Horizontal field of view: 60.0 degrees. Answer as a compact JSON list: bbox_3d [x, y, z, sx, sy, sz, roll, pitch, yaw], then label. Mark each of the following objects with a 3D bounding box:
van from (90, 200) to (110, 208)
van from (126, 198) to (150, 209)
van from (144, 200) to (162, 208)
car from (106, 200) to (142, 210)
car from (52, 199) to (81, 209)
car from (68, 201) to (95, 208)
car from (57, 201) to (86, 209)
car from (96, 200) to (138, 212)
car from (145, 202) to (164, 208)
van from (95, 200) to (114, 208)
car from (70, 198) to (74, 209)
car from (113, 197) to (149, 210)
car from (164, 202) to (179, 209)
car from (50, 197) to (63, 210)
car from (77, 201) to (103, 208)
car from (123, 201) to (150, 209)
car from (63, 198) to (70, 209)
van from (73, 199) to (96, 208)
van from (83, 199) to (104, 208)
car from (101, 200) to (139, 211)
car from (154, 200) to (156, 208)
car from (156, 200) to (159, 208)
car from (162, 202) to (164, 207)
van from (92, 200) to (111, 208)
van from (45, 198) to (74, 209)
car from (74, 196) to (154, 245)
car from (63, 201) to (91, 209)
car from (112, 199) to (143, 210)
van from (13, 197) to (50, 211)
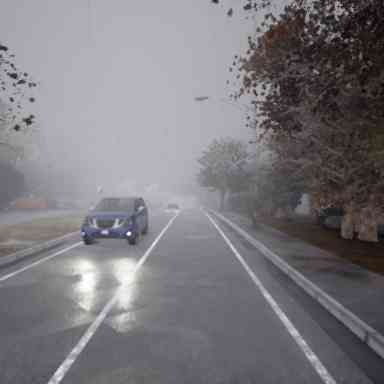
[{"bbox_3d":[-23.289,2.987,84.086,4.442,1.987,1.878,0,-3,0],"label":"van"},{"bbox_3d":[-10.450,2.268,64.659,4.442,1.987,1.878,0,-2,0],"label":"van"},{"bbox_3d":[-10.208,3.131,86.835,4.442,1.987,1.878,0,-3,0],"label":"van"},{"bbox_3d":[-10.346,2.001,50.783,5.008,1.535,2.097,0,-2,0],"label":"car"},{"bbox_3d":[-23.383,2.274,62.084,4.553,1.767,2.185,0,-2,0],"label":"car"},{"bbox_3d":[-23.405,2.702,70.386,4.892,1.521,2.231,0,-2,0],"label":"car"},{"bbox_3d":[-23.408,2.495,64.724,5.008,1.535,2.097,0,-2,0],"label":"car"},{"bbox_3d":[-10.156,1.836,45.244,5.366,1.575,1.946,0,-2,0],"label":"car"},{"bbox_3d":[-10.317,3.647,92.368,5.008,1.535,2.097,0,-3,0],"label":"car"},{"bbox_3d":[-23.520,3.277,89.626,4.442,1.987,1.878,0,-3,0],"label":"van"},{"bbox_3d":[-23.410,2.200,56.543,4.892,1.521,2.231,0,-2,0],"label":"car"},{"bbox_3d":[-10.309,1.941,56.337,5.566,2.045,2.435,0,-2,0],"label":"car"},{"bbox_3d":[-3.303,2.356,57.571,1.895,1.301,4.718,0,-2,1],"label":"car"},{"bbox_3d":[-23.447,1.755,51.019,5.566,2.045,2.435,0,-2,0],"label":"car"},{"bbox_3d":[-23.224,2.899,75.924,5.366,1.575,1.946,0,-2,0],"label":"car"},{"bbox_3d":[-10.337,2.433,61.875,4.674,1.452,2.002,0,-2,0],"label":"car"},{"bbox_3d":[-23.233,2.098,53.777,5.366,1.575,1.946,0,-2,0],"label":"car"},{"bbox_3d":[-23.527,2.575,73.162,4.442,1.987,1.878,0,-2,0],"label":"van"},{"bbox_3d":[-23.291,2.776,78.698,4.442,1.987,1.878,0,-2,0],"label":"van"},{"bbox_3d":[-10.346,1.917,48.012,4.892,1.521,2.231,0,-2,0],"label":"car"},{"bbox_3d":[-10.338,2.594,67.426,5.008,1.535,2.097,0,-2,0],"label":"car"},{"bbox_3d":[-10.300,2.825,72.972,4.792,1.488,2.163,0,-2,0],"label":"car"},{"bbox_3d":[-10.354,2.961,84.064,5.566,2.045,2.435,0,-3,0],"label":"car"},{"bbox_3d":[-23.521,3.139,86.985,4.442,1.987,1.878,0,-3,0],"label":"van"},{"bbox_3d":[-23.532,2.074,59.320,4.442,1.987,1.878,0,-2,0],"label":"van"},{"bbox_3d":[-3.358,1.207,15.663,2.150,2.045,5.566,0,0,0],"label":"car"},{"bbox_3d":[-23.407,2.600,67.617,5.008,1.535,2.097,0,-2,0],"label":"car"},{"bbox_3d":[-10.369,1.969,53.563,4.553,1.767,2.185,0,-2,0],"label":"car"},{"bbox_3d":[-23.538,1.693,48.127,4.442,1.987,1.878,0,-2,0],"label":"van"}]
